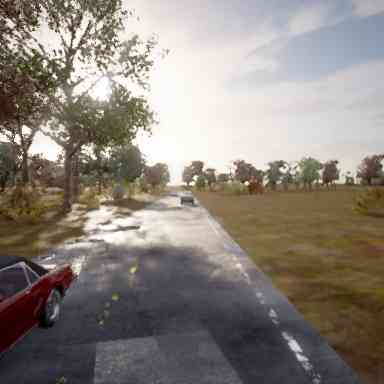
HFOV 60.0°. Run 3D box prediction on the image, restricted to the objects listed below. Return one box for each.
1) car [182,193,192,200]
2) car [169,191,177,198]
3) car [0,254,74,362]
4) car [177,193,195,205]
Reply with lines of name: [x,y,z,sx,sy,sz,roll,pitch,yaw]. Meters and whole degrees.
car: [-0.985,0.837,64.853,1.895,1.301,4.718,0,1,-1]
car: [-4.300,0.607,78.739,1.812,1.442,4.674,0,1,-1]
car: [-3.149,1.575,4.091,1.895,1.301,4.718,0,1,-1]
car: [-0.666,0.946,46.893,2.128,1.511,4.902,0,1,-1]
